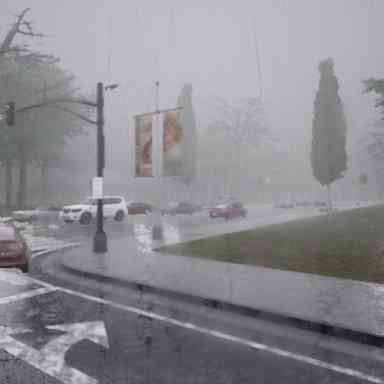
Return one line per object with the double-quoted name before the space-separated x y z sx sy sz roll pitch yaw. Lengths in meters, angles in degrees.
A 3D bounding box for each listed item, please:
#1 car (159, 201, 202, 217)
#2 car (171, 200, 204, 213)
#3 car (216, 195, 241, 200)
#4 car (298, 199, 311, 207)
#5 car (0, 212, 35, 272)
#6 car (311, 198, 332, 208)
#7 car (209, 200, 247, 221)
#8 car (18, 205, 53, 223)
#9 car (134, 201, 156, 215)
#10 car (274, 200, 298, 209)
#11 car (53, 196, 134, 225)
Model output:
"car" -1.509 1.721 34.426 2.033 1.411 5.357 0 0 35
"car" -0.475 1.774 41.555 1.994 1.385 4.181 0 0 35
"car" 4.491 1.457 42.971 2.150 2.045 5.566 0 0 36
"car" 19.729 1.911 58.712 2.128 1.511 4.902 0 -1 35
"car" -6.101 1.550 10.093 1.812 1.442 4.674 0 0 -31
"car" 22.431 1.772 56.907 2.097 1.767 4.553 0 -1 35
"car" 3.227 1.692 29.552 1.812 1.442 4.674 0 0 35
"car" -11.410 1.709 25.966 1.895 1.301 4.718 0 0 35
"car" -6.167 1.632 33.443 1.882 1.535 5.008 0 0 35
"car" 14.018 1.890 50.571 1.994 1.385 4.181 0 -1 35
"car" -7.482 1.342 25.917 2.150 2.045 5.566 0 0 34
